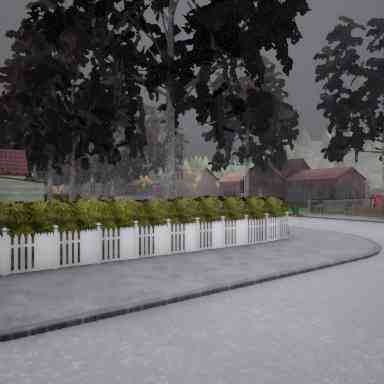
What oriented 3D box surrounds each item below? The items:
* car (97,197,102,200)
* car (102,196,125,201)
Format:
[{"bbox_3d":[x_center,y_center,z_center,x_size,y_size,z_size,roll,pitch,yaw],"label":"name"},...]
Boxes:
[{"bbox_3d":[-17.268,1.564,64.447,1.994,1.385,4.181,0,0,-36],"label":"car"},{"bbox_3d":[-10.936,1.354,48.373,2.097,1.767,4.553,0,0,-35],"label":"car"}]
